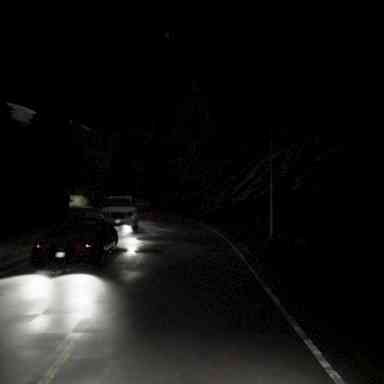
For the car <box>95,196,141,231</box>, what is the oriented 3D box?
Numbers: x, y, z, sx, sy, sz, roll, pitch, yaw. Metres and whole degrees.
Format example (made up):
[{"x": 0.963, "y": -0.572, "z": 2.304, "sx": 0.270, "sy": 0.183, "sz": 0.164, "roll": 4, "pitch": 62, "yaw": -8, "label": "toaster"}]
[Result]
[{"x": -4.538, "y": 1.254, "z": 20.999, "sx": 2.150, "sy": 2.045, "sz": 5.566, "roll": 0, "pitch": 0, "yaw": -10, "label": "car"}]

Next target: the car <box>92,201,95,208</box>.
[{"x": -12.681, "y": 1.566, "z": 48.344, "sx": 4.902, "sy": 1.511, "sz": 2.128, "roll": 0, "pitch": 0, "yaw": 42, "label": "car"}]

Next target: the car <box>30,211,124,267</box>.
[{"x": -3.780, "y": 1.581, "z": 11.372, "sx": 1.994, "sy": 1.385, "sz": 4.181, "roll": 0, "pitch": 0, "yaw": -2, "label": "car"}]

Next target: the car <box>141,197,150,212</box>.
[{"x": -6.643, "y": 1.412, "z": 39.792, "sx": 2.097, "sy": 1.767, "sz": 4.553, "roll": 0, "pitch": 0, "yaw": -27, "label": "car"}]
